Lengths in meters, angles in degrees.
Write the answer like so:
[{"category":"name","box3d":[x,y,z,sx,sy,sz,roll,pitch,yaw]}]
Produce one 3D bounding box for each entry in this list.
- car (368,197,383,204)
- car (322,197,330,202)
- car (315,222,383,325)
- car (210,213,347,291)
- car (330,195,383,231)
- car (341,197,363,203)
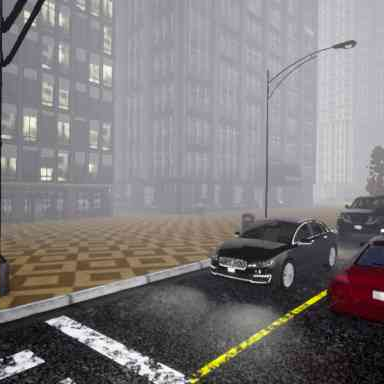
[{"category":"car","box3d":[37.875,1.658,66.302,2.008,1.369,4.403,-1,0,-34]},{"category":"car","box3d":[35.373,1.860,84.977,1.947,1.339,4.313,-1,0,-34]},{"category":"car","box3d":[4.262,1.568,6.582,1.994,1.385,4.181,1,0,41]},{"category":"car","box3d":[2.477,1.477,9.188,1.837,1.490,4.892,1,0,41]},{"category":"car","box3d":[9.193,1.201,16.697,2.150,2.045,5.566,1,1,42]},{"category":"car","box3d":[38.521,1.815,80.316,1.947,1.339,4.313,-1,0,-34]}]
